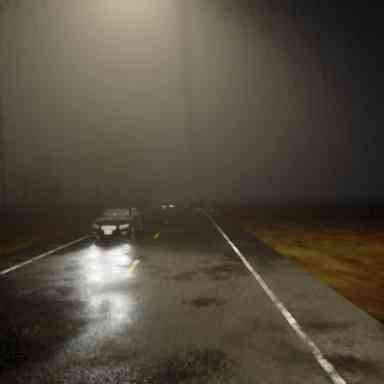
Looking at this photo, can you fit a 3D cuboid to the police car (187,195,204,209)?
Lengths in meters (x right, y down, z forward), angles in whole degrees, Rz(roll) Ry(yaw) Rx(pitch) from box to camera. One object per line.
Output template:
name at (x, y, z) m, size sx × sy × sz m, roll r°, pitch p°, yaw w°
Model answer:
police car at (0.661, 1.449, 45.718) m, size 1.930 × 1.638 × 5.238 m, roll 0°, pitch 0°, yaw -1°

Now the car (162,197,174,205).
car at (-4.175, 1.588, 58.429) m, size 2.033 × 1.411 × 5.357 m, roll 0°, pitch 0°, yaw 0°

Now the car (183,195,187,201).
car at (-1.191, 1.489, 81.397) m, size 1.895 × 1.301 × 4.718 m, roll 0°, pitch 0°, yaw -2°

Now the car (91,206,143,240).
car at (-3.663, 1.495, 16.930) m, size 2.128 × 1.511 × 4.902 m, roll 0°, pitch 0°, yaw 0°
